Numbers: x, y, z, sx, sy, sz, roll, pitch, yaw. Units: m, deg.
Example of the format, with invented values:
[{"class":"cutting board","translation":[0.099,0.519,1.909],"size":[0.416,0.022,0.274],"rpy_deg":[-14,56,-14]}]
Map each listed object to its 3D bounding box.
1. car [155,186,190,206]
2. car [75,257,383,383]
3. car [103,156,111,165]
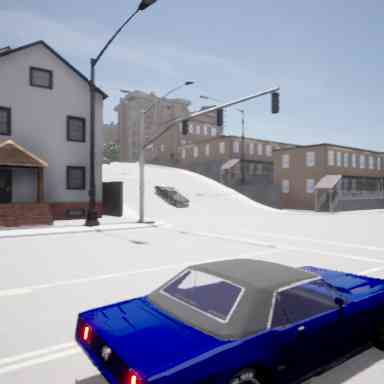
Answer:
[{"class":"car","translation":[-2.091,0.308,35.862],"size":[1.895,1.301,4.718],"rpy_deg":[0,21,-37]},{"class":"car","translation":[1.056,1.606,4.523],"size":[4.718,1.301,1.895],"rpy_deg":[0,0,-35]},{"class":"car","translation":[-14.406,-5.087,52.835],"size":[1.994,1.385,4.181],"rpy_deg":[0,8,-35]}]
